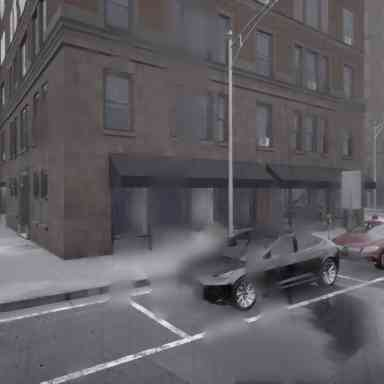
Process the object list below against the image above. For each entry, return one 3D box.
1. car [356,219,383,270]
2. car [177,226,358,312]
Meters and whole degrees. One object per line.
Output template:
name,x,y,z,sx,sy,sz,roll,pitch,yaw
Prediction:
car,6.180,1.582,10.942,4.206,1.307,1.802,0,0,-35
car,1.702,1.566,7.748,4.313,1.339,1.947,0,0,-35
